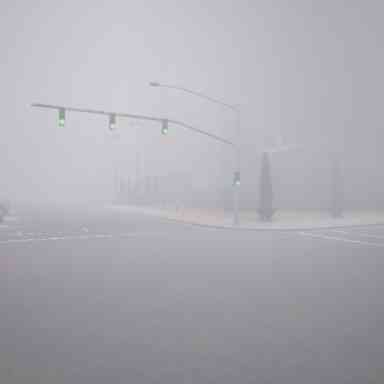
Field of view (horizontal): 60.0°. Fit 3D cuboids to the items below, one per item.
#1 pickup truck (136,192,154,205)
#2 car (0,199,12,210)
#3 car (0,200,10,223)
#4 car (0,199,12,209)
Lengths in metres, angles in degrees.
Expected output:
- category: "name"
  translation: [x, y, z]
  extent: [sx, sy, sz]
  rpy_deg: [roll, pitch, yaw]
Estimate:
- category: "pickup truck"
  translation: [-7.348, 1.058, 53.853]
  extent: [2.390, 2.098, 6.274]
  rpy_deg: [0, 0, 3]
- category: "car"
  translation: [-25.064, 1.600, 44.149]
  extent: [1.895, 1.301, 4.718]
  rpy_deg: [0, 0, -27]
- category: "car"
  translation: [-15.030, 1.547, 24.895]
  extent: [2.033, 1.411, 5.357]
  rpy_deg: [0, 0, -27]
- category: "car"
  translation: [-19.705, 1.600, 33.859]
  extent: [1.895, 1.301, 4.718]
  rpy_deg: [0, 0, -27]
